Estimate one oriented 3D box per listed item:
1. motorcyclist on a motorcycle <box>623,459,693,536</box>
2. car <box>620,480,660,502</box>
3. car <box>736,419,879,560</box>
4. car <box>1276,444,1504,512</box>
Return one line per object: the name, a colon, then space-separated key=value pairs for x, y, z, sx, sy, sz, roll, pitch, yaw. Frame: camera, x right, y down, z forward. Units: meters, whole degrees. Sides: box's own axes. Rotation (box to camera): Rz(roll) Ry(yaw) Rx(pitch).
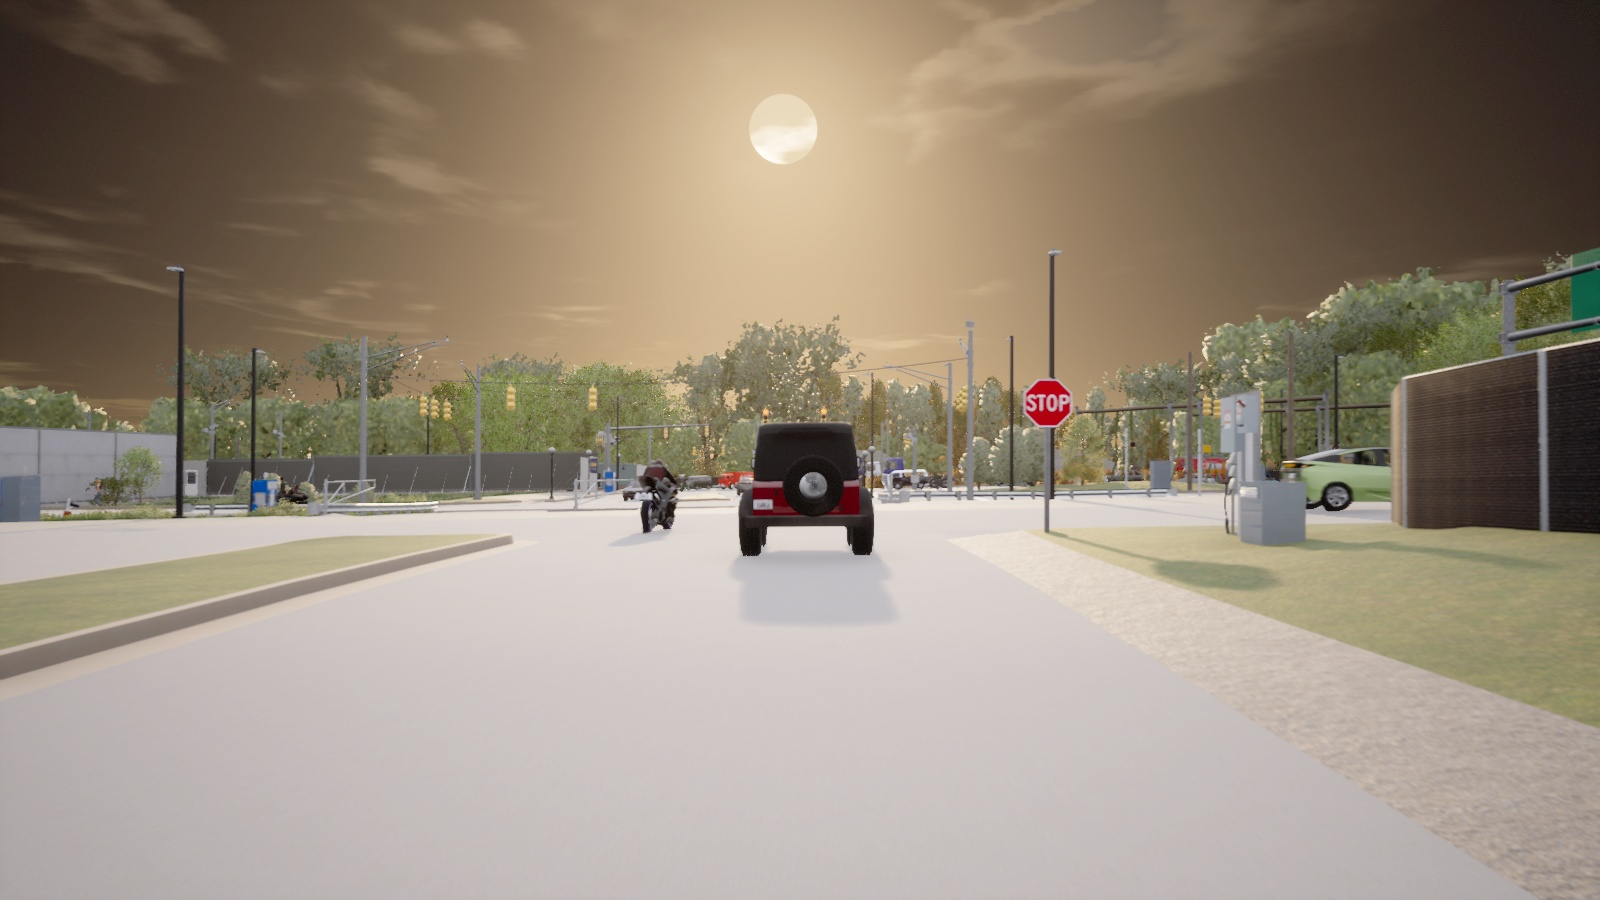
motorcyclist on a motorcycle: x=-2.896 y=0.957 z=25.837 sx=0.866 sy=1.530 sz=2.191 roll=0 pitch=-1 yaw=9
car: x=-11.138 y=2.818 z=87.580 sx=2.033 sy=1.411 sz=5.357 roll=-1 pitch=-1 yaw=0
car: x=0.106 y=0.556 z=18.766 sx=1.905 sy=1.878 sz=3.866 roll=0 pitch=-1 yaw=0
car: x=14.107 y=0.666 z=30.225 sx=4.514 sy=1.525 sz=2.007 roll=-1 pitch=-1 yaw=1
